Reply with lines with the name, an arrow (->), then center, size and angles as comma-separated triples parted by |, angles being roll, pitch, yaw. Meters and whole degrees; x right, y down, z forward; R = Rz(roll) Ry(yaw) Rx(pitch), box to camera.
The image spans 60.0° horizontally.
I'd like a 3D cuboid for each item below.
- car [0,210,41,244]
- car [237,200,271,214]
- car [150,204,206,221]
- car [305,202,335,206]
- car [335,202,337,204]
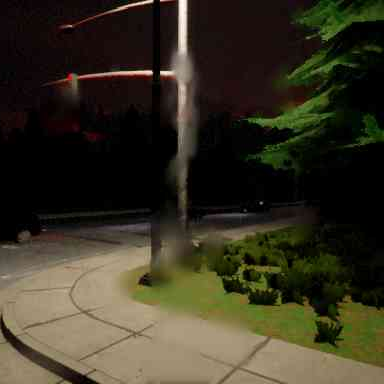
car -> -8.758, 1.455, 13.511 | 1.882, 1.535, 5.008 | 0, 0, 33
car -> 6.742, 1.576, 35.924 | 1.895, 1.301, 4.718 | 0, 0, 36
car -> -0.964, 1.575, 24.895 | 1.895, 1.301, 4.718 | 0, 0, 35
car -> 16.380, 1.196, 42.927 | 2.150, 2.045, 5.566 | 0, 0, 36
car -> 22.683, 1.466, 51.393 | 2.128, 1.511, 4.902 | 0, 0, 37
